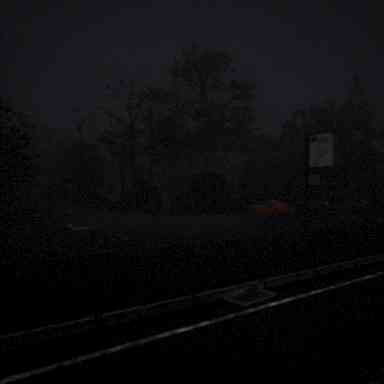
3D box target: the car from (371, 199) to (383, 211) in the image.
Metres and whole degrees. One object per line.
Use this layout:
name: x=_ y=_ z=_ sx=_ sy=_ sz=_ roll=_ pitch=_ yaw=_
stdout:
car: x=28.085 y=1.850 z=46.304 sx=1.946 sy=1.575 sz=5.366 roll=1 pitch=-1 yaw=-36

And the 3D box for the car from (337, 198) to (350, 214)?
car: x=14.378 y=1.678 z=36.752 sx=2.002 sy=1.452 sz=4.674 roll=1 pitch=0 yaw=-35

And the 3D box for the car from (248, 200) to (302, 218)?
car: x=7.578 y=1.566 z=31.899 sx=2.097 sy=1.535 sz=5.008 roll=0 pitch=0 yaw=-35

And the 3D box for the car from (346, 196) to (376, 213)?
car: x=18.933 y=1.576 z=39.958 sx=2.185 sy=1.767 sz=4.553 roll=1 pitch=-1 yaw=-36

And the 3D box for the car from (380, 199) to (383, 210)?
car: x=30.246 y=1.892 z=48.071 sx=2.097 sy=1.535 sz=5.008 roll=1 pitch=-1 yaw=-36

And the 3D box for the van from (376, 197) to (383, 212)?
van: x=21.112 y=1.511 z=41.694 sx=1.878 sy=1.987 sz=4.442 roll=1 pitch=-1 yaw=-35

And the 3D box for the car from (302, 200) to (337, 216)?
car: x=12.107 y=1.609 z=35.138 sx=2.097 sy=1.535 sz=5.008 roll=1 pitch=0 yaw=-35
